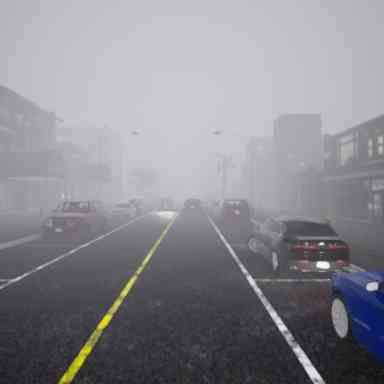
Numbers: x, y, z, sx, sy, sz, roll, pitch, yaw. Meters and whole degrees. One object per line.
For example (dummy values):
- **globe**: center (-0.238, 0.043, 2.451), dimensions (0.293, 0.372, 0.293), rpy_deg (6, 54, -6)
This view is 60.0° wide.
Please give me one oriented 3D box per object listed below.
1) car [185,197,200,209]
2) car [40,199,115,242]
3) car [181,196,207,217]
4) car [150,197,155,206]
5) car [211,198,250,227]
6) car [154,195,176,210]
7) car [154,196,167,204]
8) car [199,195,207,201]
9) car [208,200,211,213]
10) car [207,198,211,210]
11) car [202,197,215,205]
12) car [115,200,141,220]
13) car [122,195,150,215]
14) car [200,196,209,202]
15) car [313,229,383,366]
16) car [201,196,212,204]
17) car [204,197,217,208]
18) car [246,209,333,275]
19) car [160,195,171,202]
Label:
- **car**: center (0.077, 1.490, 47.613), dimensions (2.128, 1.511, 4.902), rpy_deg (0, 0, 0)
- **car**: center (-5.686, 1.312, 16.709), dimensions (2.192, 1.841, 5.009), rpy_deg (1, 0, 0)
- **car**: center (0.072, 1.347, 31.639), dimensions (2.097, 1.767, 4.553), rpy_deg (0, 0, 0)
- **car**: center (-5.768, 1.524, 51.382), dimensions (1.752, 1.417, 4.829), rpy_deg (1, 0, 0)
- **car**: center (2.693, 1.311, 22.243), dimensions (2.192, 1.841, 5.009), rpy_deg (0, 0, 0)
- **car**: center (-3.103, 1.488, 41.540), dimensions (2.128, 1.511, 4.902), rpy_deg (0, 0, 0)
- **car**: center (-5.826, 1.552, 62.617), dimensions (2.008, 1.369, 4.403), rpy_deg (0, 0, 0)
- **car**: center (2.801, 1.555, 83.541), dimensions (1.887, 1.381, 4.507), rpy_deg (0, 0, 0)
- **car**: center (2.689, 1.562, 27.775), dimensions (1.947, 1.339, 4.313), rpy_deg (0, 0, 0)
- **car**: center (2.687, 1.562, 33.309), dimensions (1.947, 1.339, 4.313), rpy_deg (0, 0, 0)
- **car**: center (2.780, 1.550, 57.993), dimensions (2.008, 1.369, 4.403), rpy_deg (0, 0, 0)
- **car**: center (-5.692, 1.579, 27.774), dimensions (1.802, 1.307, 4.206), rpy_deg (1, 0, 0)
- **car**: center (-5.692, 1.437, 33.307), dimensions (1.967, 1.590, 4.097), rpy_deg (1, 0, 0)
- **car**: center (2.804, 1.587, 74.539), dimensions (1.802, 1.307, 4.206), rpy_deg (0, 0, 0)
- **car**: center (3.139, 1.476, 3.410), dimensions (1.882, 1.535, 5.008), rpy_deg (0, 0, 0)
- **car**: center (2.806, 1.568, 65.538), dimensions (1.947, 1.339, 4.313), rpy_deg (0, 0, 0)
- **car**: center (2.742, 1.523, 49.772), dimensions (1.752, 1.417, 4.829), rpy_deg (0, 0, 0)
- **car**: center (3.127, 1.503, 10.450), dimensions (1.837, 1.490, 4.892), rpy_deg (0, 0, -1)
- **car**: center (-5.835, 1.446, 73.436), dimensions (1.967, 1.590, 4.097), rpy_deg (0, 0, 0)
